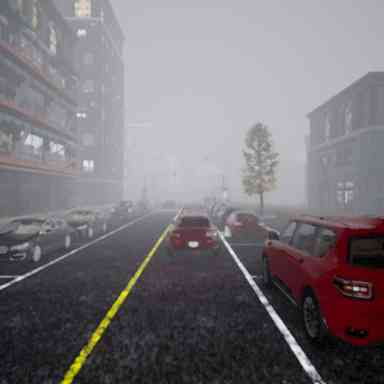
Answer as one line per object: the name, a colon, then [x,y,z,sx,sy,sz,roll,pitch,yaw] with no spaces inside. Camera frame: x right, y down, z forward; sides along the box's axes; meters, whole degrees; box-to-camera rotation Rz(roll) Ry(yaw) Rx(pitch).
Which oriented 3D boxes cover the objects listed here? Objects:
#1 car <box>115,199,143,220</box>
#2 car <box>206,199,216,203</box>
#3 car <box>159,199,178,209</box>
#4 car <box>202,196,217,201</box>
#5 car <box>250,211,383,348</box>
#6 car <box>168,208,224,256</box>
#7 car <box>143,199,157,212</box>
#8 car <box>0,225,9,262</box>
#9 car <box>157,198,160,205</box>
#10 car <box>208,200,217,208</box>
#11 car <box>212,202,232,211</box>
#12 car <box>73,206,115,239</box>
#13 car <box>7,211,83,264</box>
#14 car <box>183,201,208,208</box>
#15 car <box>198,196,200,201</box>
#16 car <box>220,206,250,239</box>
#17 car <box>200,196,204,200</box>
car: [-5.679,1.505,28.432,1.967,1.590,4.097,0,0,0]
car: [2.704,1.647,33.968,1.947,1.339,4.313,0,0,0]
car: [-3.068,1.684,46.871,1.994,1.385,4.181,0,0,0]
car: [2.708,1.641,45.217,1.752,1.417,4.829,0,0,0]
car: [2.694,1.326,6.275,2.192,1.841,5.009,0,0,0]
car: [0.070,1.550,13.078,1.812,1.442,4.674,0,-1,0]
car: [-5.674,1.538,39.512,1.967,1.590,4.097,0,0,0]
car: [-5.687,1.577,6.278,1.947,1.339,4.313,0,0,0]
car: [-5.669,1.673,55.961,1.752,1.417,4.829,0,0,0]
car: [2.702,1.616,28.428,2.008,1.369,4.403,0,0,0]
car: [2.699,1.614,22.891,1.947,1.339,4.313,0,0,0]
car: [-5.683,1.585,17.354,2.008,1.369,4.403,0,0,0]
car: [-5.685,1.572,11.816,2.008,1.369,4.403,0,0,0]
car: [0.073,1.664,27.694,1.895,1.301,4.718,0,0,0]
car: [2.727,1.842,94.078,2.008,1.369,4.403,0,0,0]
car: [2.698,1.616,17.351,1.802,1.307,4.206,0,0,0]
car: [2.711,1.446,50.588,2.192,1.841,5.009,0,0,0]
